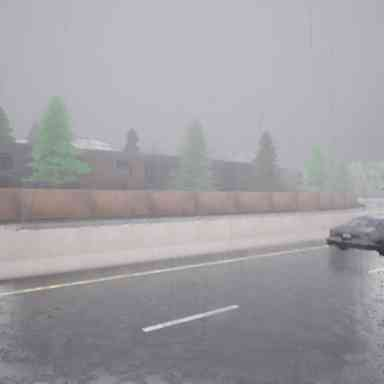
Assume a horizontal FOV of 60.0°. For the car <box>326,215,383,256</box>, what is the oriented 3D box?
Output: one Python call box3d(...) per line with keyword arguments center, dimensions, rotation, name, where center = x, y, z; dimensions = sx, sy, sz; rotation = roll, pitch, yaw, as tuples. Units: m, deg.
box3d(center=(7.741, 1.680, 13.687), dimensions=(5.357, 1.411, 2.033), rotation=(1, 0, -35), name="car")
